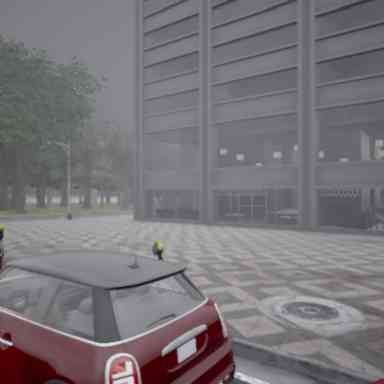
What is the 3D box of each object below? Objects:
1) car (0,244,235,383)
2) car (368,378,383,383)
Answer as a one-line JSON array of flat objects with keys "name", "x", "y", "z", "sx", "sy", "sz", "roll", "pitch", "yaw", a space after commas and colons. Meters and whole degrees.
[{"name": "car", "x": -1.626, "y": 1.455, "z": 4.119, "sx": 4.097, "sy": 1.590, "sz": 1.967, "roll": 0, "pitch": 0, "yaw": 35}, {"name": "car", "x": 2.804, "y": 1.537, "z": 0.966, "sx": 4.507, "sy": 1.381, "sz": 1.887, "roll": 0, "pitch": 0, "yaw": 35}]
